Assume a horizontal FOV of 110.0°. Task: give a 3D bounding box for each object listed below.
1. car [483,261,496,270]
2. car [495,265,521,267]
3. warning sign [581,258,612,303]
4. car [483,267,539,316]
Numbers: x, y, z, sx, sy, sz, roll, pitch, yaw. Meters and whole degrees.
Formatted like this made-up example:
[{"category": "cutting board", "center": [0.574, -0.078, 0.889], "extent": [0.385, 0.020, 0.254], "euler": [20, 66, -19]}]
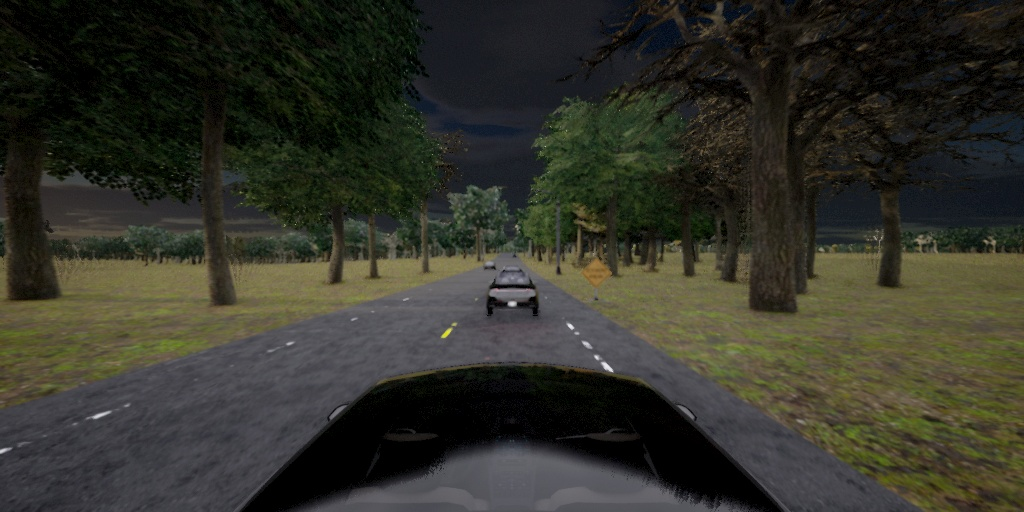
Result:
[{"category": "car", "center": [-3.584, 1.579, 58.378], "extent": [1.882, 1.535, 5.008], "euler": [0, 0, 0]}, {"category": "car", "center": [0.030, 1.467, 29.092], "extent": [2.128, 1.511, 4.902], "euler": [0, 0, 1]}, {"category": "warning sign", "center": [3.543, 0.998, 15.146], "extent": [1.300, 1.860, 1.060], "euler": [0, 0, 0]}, {"category": "car", "center": [0.036, 1.365, 14.070], "extent": [2.128, 1.511, 4.902], "euler": [0, 0, 1]}]
